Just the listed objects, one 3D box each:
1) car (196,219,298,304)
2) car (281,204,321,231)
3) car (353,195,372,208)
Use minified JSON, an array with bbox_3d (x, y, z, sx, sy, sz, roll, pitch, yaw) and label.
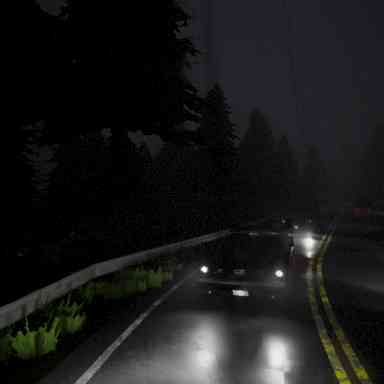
[{"bbox_3d":[1.594,1.598,8.417,1.895,1.301,4.718,-1,0,18],"label":"car"},{"bbox_3d":[6.683,1.460,20.054,2.033,1.411,5.357,-2,0,26],"label":"car"},{"bbox_3d":[20.653,1.058,40.226,2.128,1.511,4.902,-2,0,28],"label":"car"}]
